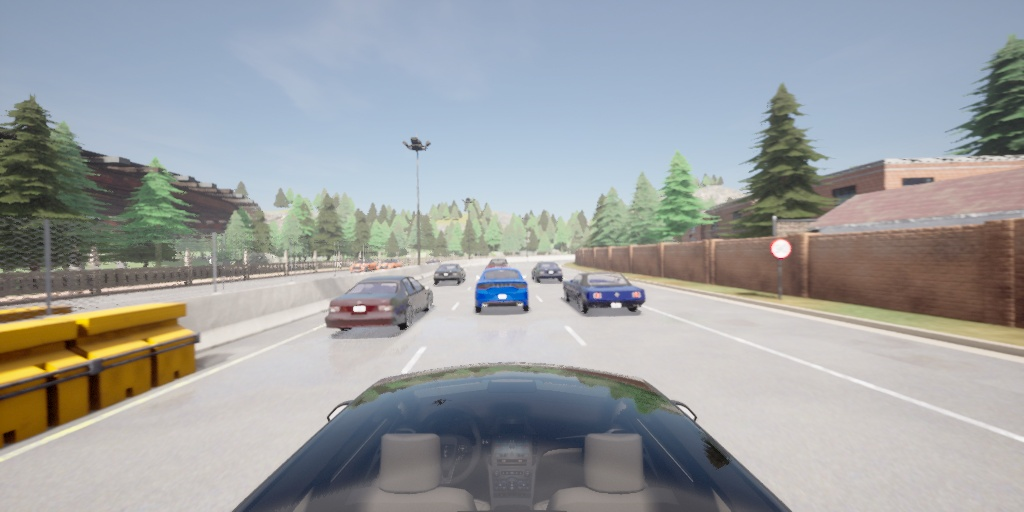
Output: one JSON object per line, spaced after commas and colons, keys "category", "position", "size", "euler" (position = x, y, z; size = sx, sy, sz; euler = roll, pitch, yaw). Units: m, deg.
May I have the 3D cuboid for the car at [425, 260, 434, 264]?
{"category": "car", "position": [-11.969, 1.252, 54.858], "size": [1.994, 1.385, 4.181], "euler": [-1, 0, 4]}

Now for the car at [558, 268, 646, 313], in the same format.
{"category": "car", "position": [3.132, 1.232, 13.265], "size": [1.895, 1.301, 4.718], "euler": [-1, 0, -2]}

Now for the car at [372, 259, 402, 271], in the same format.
{"category": "car", "position": [-15.787, 1.156, 46.329], "size": [2.097, 1.767, 4.553], "euler": [-1, 0, 0]}

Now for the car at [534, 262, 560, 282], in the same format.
{"category": "car", "position": [2.530, 1.120, 26.485], "size": [2.033, 1.411, 5.357], "euler": [-1, 0, -2]}

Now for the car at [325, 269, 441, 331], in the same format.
{"category": "car", "position": [-3.799, 1.317, 11.209], "size": [2.033, 1.411, 5.357], "euler": [-1, 0, -2]}

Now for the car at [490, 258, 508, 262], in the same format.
{"category": "car", "position": [-1.099, 0.973, 29.755], "size": [2.097, 1.767, 4.553], "euler": [-1, 0, -2]}

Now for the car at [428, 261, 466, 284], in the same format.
{"category": "car", "position": [-4.462, 1.250, 26.173], "size": [2.033, 1.411, 5.357], "euler": [-1, 0, -2]}

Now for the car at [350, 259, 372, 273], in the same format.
{"category": "car", "position": [-19.284, 1.219, 46.711], "size": [2.097, 1.767, 4.553], "euler": [-1, 0, 1]}

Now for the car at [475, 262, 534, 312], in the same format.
{"category": "car", "position": [-0.404, 1.170, 14.081], "size": [1.882, 1.535, 5.008], "euler": [-1, 0, -2]}
